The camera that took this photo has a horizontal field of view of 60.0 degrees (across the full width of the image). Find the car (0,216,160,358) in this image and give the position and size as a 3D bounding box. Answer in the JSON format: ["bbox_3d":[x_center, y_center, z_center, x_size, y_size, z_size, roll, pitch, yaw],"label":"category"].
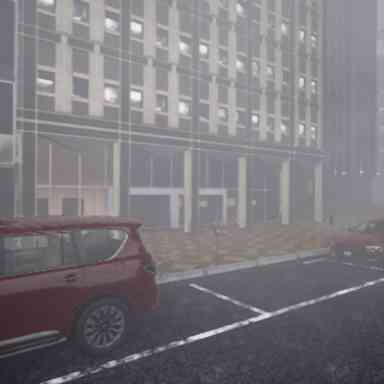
[{"bbox_3d":[-2.831,1.316,4.534,5.009,1.841,2.192,0,0,-35],"label":"car"}]

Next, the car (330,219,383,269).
[{"bbox_3d":[6.431,1.578,11.143,4.507,1.381,1.887,0,0,-36],"label":"car"}]

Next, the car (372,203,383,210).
[{"bbox_3d":[22.575,1.594,43.874,1.752,1.417,4.829,1,0,-36],"label":"car"}]
